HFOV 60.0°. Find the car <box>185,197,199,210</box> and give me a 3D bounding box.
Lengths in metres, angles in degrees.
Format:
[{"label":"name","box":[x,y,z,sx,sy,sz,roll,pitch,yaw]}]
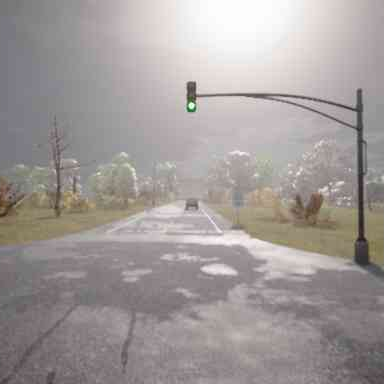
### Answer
[{"label":"car","box":[0.013,1.888,56.210,2.150,2.045,5.566,0,-1,0]}]
